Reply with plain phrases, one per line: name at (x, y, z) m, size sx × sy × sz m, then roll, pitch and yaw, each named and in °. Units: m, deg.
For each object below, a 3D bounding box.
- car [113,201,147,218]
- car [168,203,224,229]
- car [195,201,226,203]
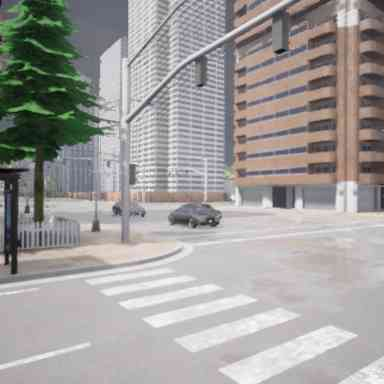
car at (-6.080, 1.658, 32.001) m, size 1.837 × 1.490 × 4.892 m, roll 1°, pitch 0°, yaw -35°
car at (0.079, 1.719, 23.294) m, size 1.994 × 1.385 × 4.181 m, roll 1°, pitch 0°, yaw -35°
car at (0.685, 1.685, 28.495) m, size 1.837 × 1.490 × 4.892 m, roll 1°, pitch 0°, yaw -35°
